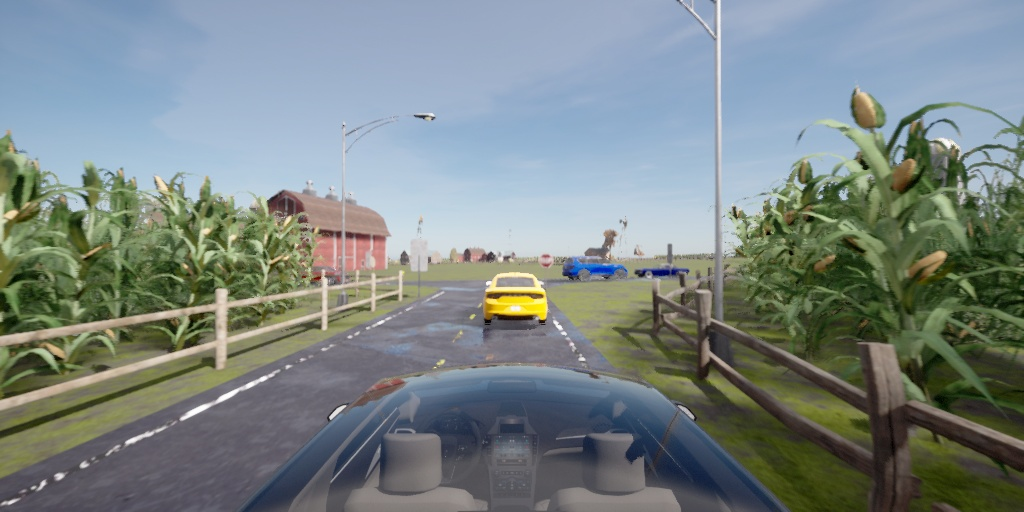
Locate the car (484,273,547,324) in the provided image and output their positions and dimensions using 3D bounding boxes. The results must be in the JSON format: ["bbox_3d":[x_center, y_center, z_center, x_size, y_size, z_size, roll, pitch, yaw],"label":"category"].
[{"bbox_3d":[0.098,1.327,12.434,1.882,1.535,5.008,0,0,0],"label":"car"}]

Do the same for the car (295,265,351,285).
[{"bbox_3d":[-16.560,1.612,31.460,4.553,1.767,2.097,-1,-1,6],"label":"car"}]

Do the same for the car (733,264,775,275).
[{"bbox_3d":[24.104,1.130,34.861,4.902,1.511,2.128,-1,-1,-7],"label":"car"}]

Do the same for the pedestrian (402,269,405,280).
[{"bbox_3d":[-11.195,1.941,36.931,0.500,1.100,0.500,0,0,4],"label":"pedestrian"}]

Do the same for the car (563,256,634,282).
[{"bbox_3d":[7.115,1.079,30.734,5.566,2.045,2.150,0,-2,-14],"label":"car"}]

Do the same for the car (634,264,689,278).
[{"bbox_3d":[14.040,1.403,33.975,4.718,1.301,1.895,-1,-1,-4],"label":"car"}]
